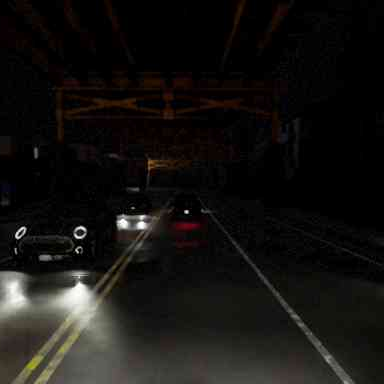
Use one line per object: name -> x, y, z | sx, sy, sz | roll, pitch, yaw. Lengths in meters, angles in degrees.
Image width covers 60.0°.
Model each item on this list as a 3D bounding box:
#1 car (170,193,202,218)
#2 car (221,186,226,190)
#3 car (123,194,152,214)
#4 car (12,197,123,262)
car -> -0.379, 0.839, 22.086 | 1.837, 1.490, 4.892 | 0, 2, -1
car -> 10.220, -1.257, 90.027 | 4.974, 1.542, 2.038 | 1, 2, 29
car -> -4.033, 0.846, 24.443 | 1.994, 1.385, 4.181 | 0, 2, -1
car -> -3.815, 1.028, 10.751 | 2.097, 1.767, 4.553 | 0, 2, -1
